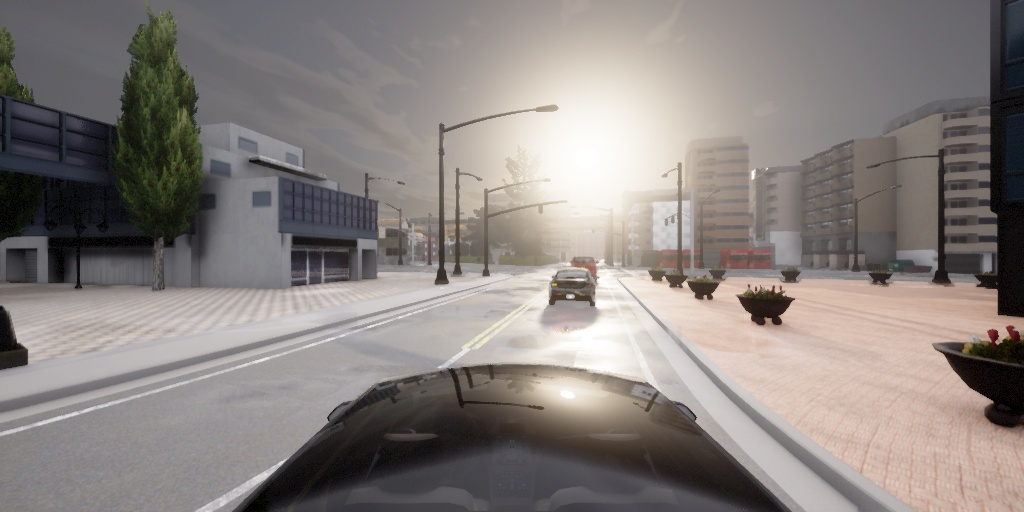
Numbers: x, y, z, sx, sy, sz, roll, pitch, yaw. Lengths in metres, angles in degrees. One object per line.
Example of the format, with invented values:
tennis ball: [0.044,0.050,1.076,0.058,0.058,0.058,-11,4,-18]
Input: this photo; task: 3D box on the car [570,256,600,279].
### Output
car: [6.097,1.007,30.385,2.150,2.045,5.566,0,0,13]

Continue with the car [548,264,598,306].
car: [2.725,1.265,15.739,1.837,1.490,4.892,0,0,13]
